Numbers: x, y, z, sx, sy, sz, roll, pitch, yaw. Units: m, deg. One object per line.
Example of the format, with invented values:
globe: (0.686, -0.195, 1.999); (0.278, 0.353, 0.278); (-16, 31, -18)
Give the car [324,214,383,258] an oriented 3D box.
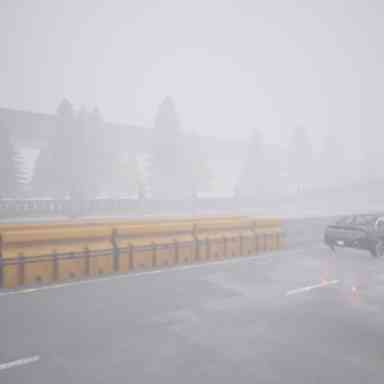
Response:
car: (7.328, 1.639, 13.388); (4.902, 1.511, 2.128); (1, 0, -35)
